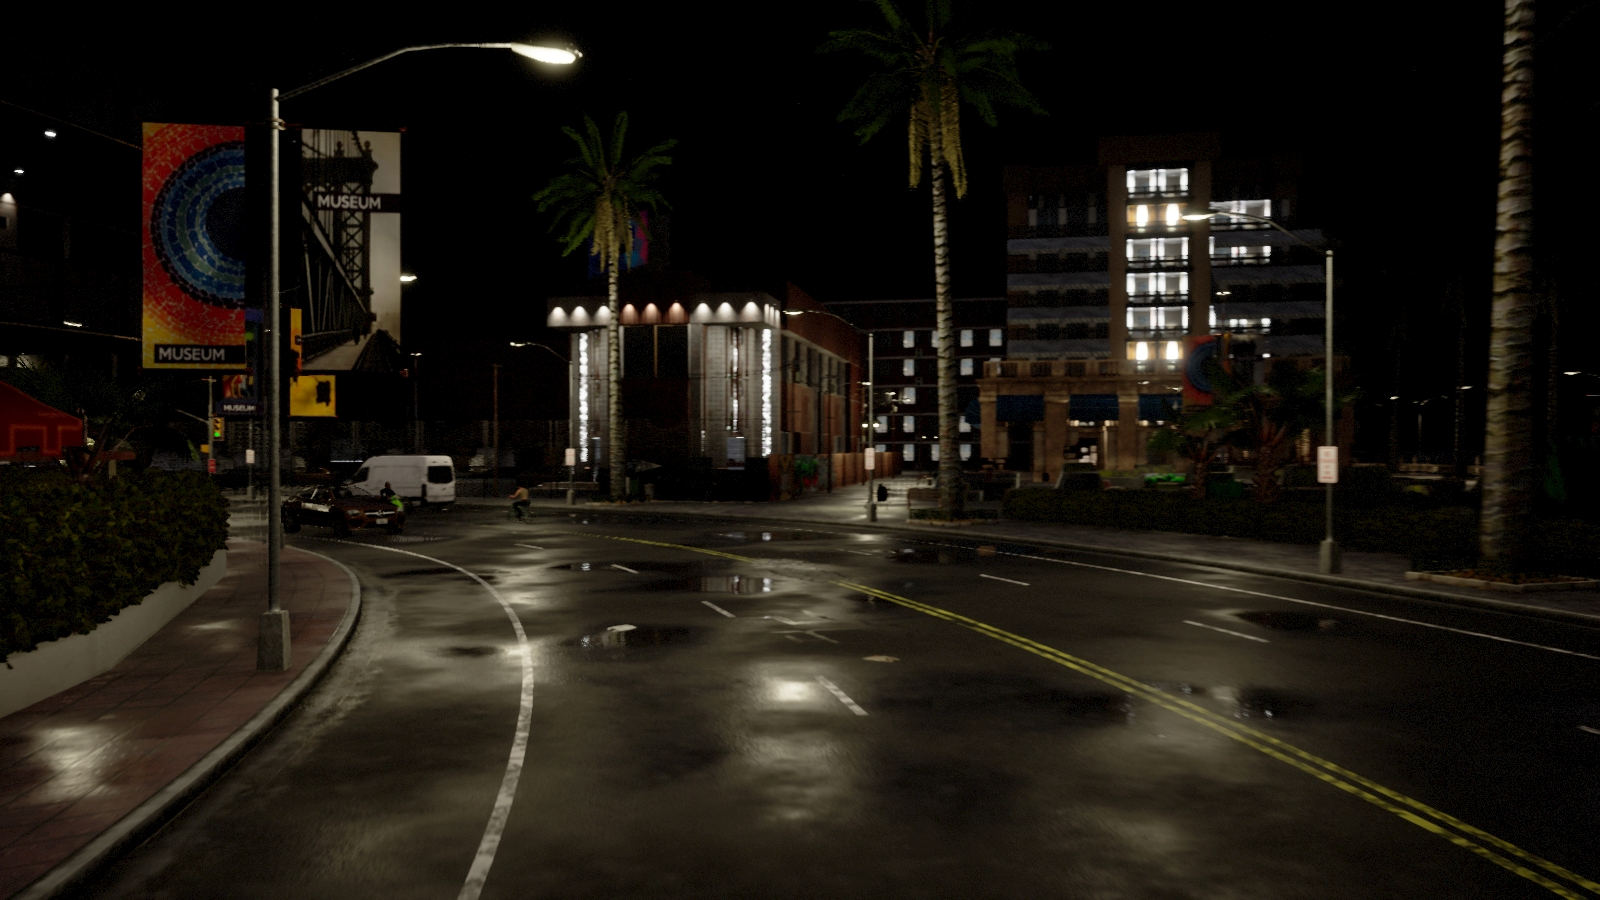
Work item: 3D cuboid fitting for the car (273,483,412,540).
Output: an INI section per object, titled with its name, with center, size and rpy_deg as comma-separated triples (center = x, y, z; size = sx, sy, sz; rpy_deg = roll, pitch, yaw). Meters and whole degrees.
[car]
center = -15.412, 2.004, 38.359
size = 5.027, 1.651, 2.152
rpy_deg = 0, 0, 39

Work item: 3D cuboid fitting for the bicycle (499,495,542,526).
[bicycle]
center = -10.563, 2.264, 43.112
size = 1.487, 1.080, 0.859
rpy_deg = 0, 0, 40
